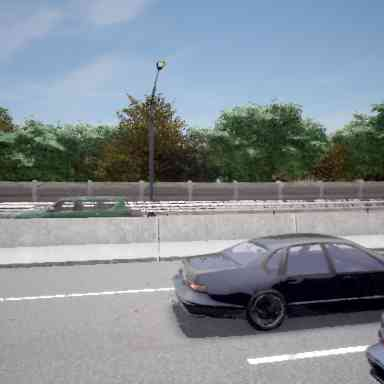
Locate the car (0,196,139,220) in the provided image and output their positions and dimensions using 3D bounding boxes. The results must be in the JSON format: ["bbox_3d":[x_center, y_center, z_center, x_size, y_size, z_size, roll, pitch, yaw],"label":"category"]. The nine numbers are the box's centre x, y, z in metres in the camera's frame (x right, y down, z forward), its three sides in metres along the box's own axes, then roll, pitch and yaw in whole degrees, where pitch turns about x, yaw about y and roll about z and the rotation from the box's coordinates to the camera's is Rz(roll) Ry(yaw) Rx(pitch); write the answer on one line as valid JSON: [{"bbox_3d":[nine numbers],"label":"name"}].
[{"bbox_3d":[-5.499,1.228,15.667,5.566,2.045,2.150,0,0,-12],"label":"car"}]

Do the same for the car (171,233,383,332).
[{"bbox_3d":[2.323,1.543,6.445,5.357,1.411,2.033,0,0,-12],"label":"car"}]

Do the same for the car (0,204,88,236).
[{"bbox_3d":[-8.475,1.503,18.590,4.902,1.511,2.128,0,0,-13],"label":"car"}]

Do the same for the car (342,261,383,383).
[{"bbox_3d":[4.568,1.540,3.349,5.357,1.411,2.033,0,0,-12],"label":"car"}]

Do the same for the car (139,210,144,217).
[{"bbox_3d":[-5.993,1.554,22.721,5.357,1.411,2.033,0,0,-13],"label":"car"}]
